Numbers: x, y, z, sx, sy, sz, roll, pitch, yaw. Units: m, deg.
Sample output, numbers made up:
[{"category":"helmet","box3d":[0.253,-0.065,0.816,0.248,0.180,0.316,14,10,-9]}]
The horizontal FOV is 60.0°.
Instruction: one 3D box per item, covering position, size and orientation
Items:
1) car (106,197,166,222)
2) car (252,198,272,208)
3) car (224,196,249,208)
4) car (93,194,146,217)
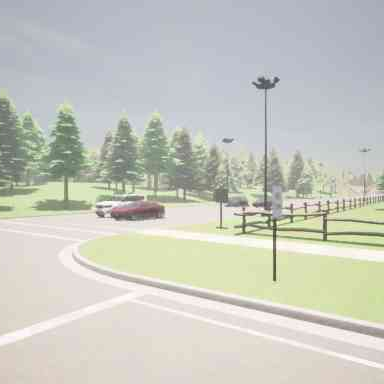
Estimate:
[{"category":"car","box3d":[-4.224,1.478,26.984,1.882,1.535,5.008,0,0,35]},{"category":"car","box3d":[10.501,1.548,47.903,2.033,1.411,5.357,0,0,35]},{"category":"car","box3d":[6.459,1.352,48.248,2.097,1.767,4.553,0,0,35]},{"category":"car","box3d":[-6.231,1.221,30.218,2.150,2.045,5.566,0,0,35]}]
